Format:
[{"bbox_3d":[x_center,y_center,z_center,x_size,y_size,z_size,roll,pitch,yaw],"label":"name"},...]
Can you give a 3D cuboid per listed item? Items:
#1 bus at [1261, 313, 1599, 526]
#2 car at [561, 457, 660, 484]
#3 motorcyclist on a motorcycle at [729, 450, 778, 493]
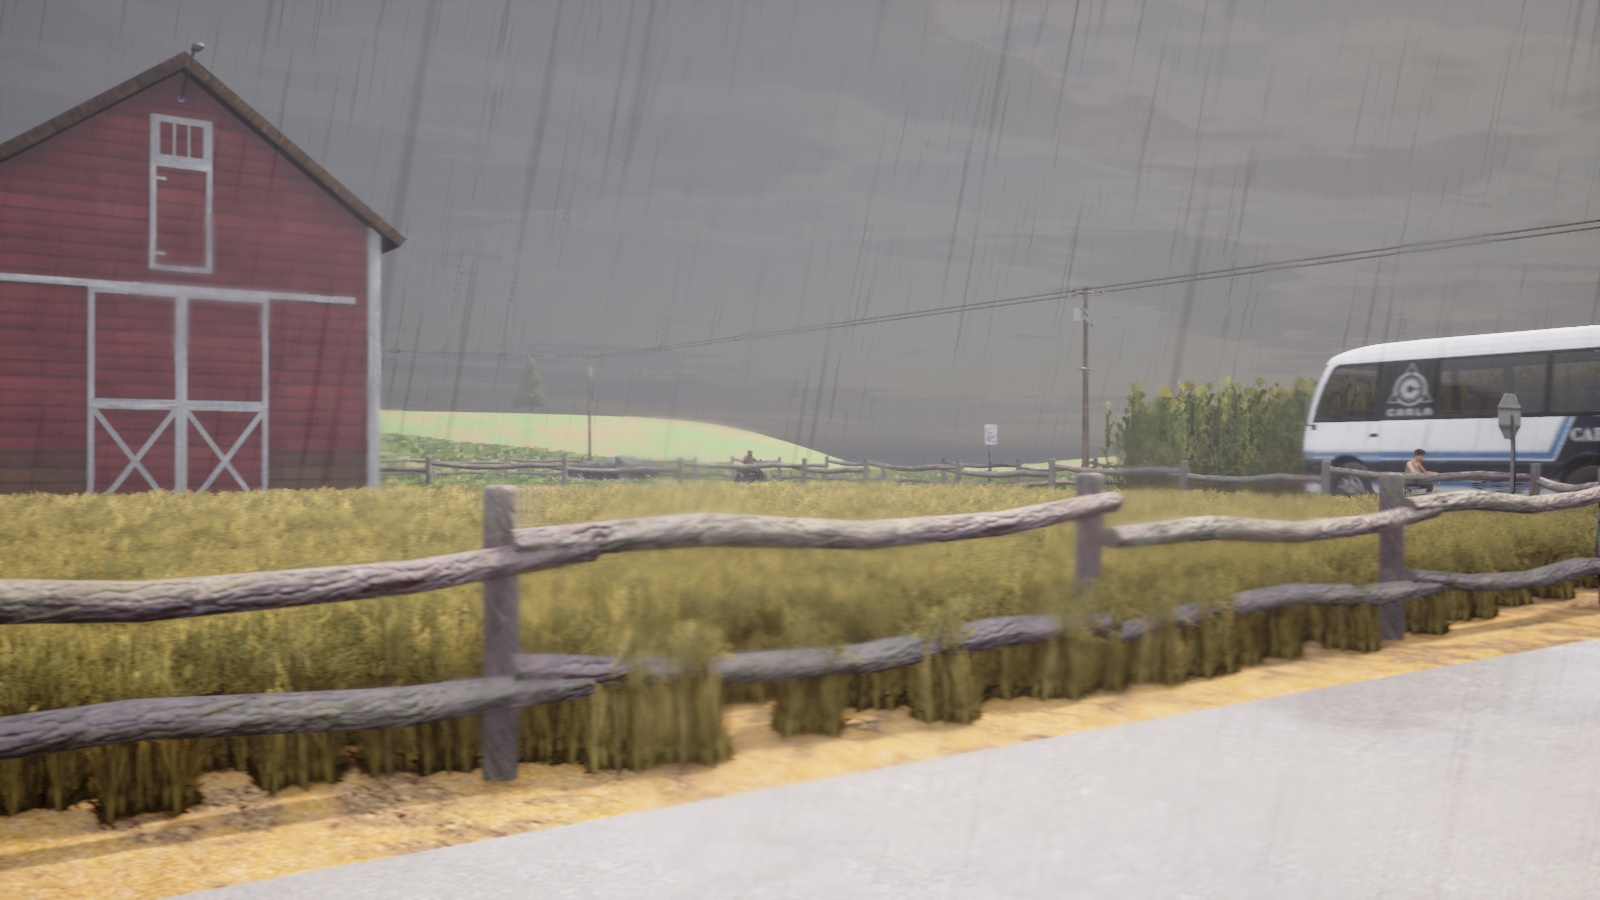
[{"bbox_3d":[16.109,-0.595,28.741,3.944,4.253,10.273,0,0,-30],"label":"bus"},{"bbox_3d":[-9.487,1.019,62.846,4.718,1.301,1.895,0,0,28],"label":"car"},{"bbox_3d":[-1.829,0.818,48.790,0.766,1.649,2.350,0,0,-34],"label":"motorcyclist on a motorcycle"}]
